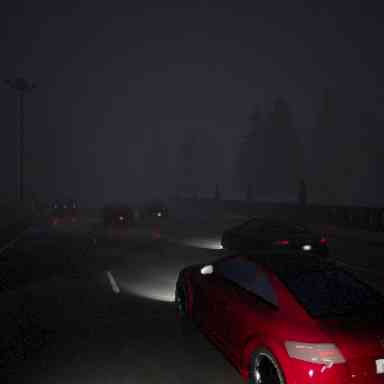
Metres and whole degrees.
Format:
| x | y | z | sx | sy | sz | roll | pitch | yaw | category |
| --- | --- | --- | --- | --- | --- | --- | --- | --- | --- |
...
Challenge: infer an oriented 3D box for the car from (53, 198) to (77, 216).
| x | y | z | sx | sy | sz | roll | pitch | yaw | category |
| --- | --- | --- | --- | --- | --- | --- | --- | --- | --- |
| -12.395 | 1.353 | 32.614 | 2.097 | 1.767 | 4.553 | 0 | 0 | -20 | car |

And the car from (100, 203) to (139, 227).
| x | y | z | sx | sy | sz | roll | pitch | yaw | category |
| --- | --- | --- | --- | --- | --- | --- | --- | --- | --- |
| -5.232 | 1.477 | 22.981 | 1.882 | 1.535 | 5.008 | 0 | 0 | -20 | car |

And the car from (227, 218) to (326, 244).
| x | y | z | sx | sy | sz | roll | pitch | yaw | category |
| --- | --- | --- | --- | --- | --- | --- | --- | --- | --- |
| 2.607 | 1.564 | 11.384 | 1.994 | 1.385 | 4.181 | 0 | 0 | -20 | car |

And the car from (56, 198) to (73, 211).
| x | y | z | sx | sy | sz | roll | pitch | yaw | category |
| --- | --- | --- | --- | --- | --- | --- | --- | --- | --- |
| -15.723 | 1.525 | 40.948 | 1.812 | 1.442 | 4.674 | 0 | 0 | -23 | car |

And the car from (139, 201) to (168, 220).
| x | y | z | sx | sy | sz | roll | pitch | yaw | category |
| --- | --- | --- | --- | --- | --- | --- | --- | --- | --- |
| -3.359 | 1.504 | 28.161 | 1.837 | 1.490 | 4.892 | 0 | 0 | -20 | car |

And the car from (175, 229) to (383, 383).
| x | y | z | sx | sy | sz | roll | pitch | yaw | category |
| --- | --- | --- | --- | --- | --- | --- | --- | --- | --- |
| 1.169 | 1.564 | 4.977 | 1.994 | 1.385 | 4.181 | 0 | 0 | -20 | car |
